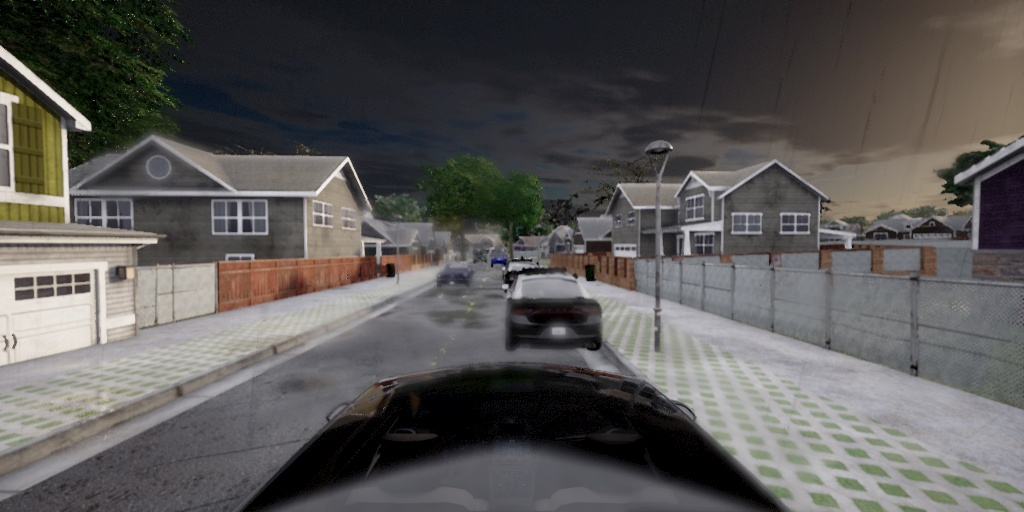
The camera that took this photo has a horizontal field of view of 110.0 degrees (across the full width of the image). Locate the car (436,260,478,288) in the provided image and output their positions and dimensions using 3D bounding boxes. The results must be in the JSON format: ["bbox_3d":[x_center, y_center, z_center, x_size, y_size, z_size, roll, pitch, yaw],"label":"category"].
[{"bbox_3d":[-3.271,1.105,21.305,1.895,1.301,4.718,0,1,-2],"label":"car"}]

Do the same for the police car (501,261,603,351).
[{"bbox_3d":[0.777,1.079,8.849,1.930,1.638,5.238,0,1,-1],"label":"police car"}]

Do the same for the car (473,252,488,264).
[{"bbox_3d":[-5.390,0.278,61.653,2.150,2.045,5.566,0,1,-3],"label":"car"}]

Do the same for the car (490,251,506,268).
[{"bbox_3d":[-1.707,0.433,47.456,2.150,2.045,5.566,0,0,-3],"label":"car"}]

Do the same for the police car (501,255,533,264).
[{"bbox_3d":[0.522,0.955,18.893,1.930,1.638,5.238,0,1,-2],"label":"police car"}]
